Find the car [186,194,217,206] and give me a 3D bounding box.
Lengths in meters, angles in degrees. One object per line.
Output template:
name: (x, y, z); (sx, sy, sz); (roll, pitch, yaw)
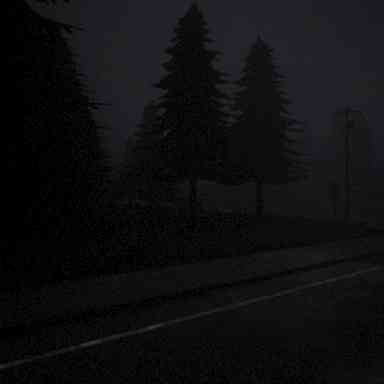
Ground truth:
car: (0.889, 1.290, 43.717); (2.150, 2.045, 5.566); (0, 0, -34)
